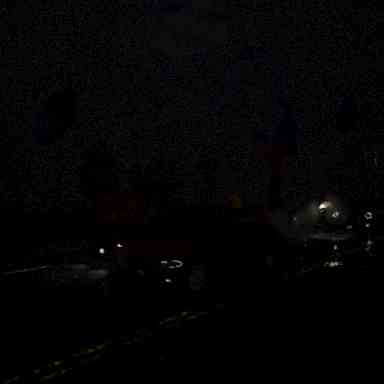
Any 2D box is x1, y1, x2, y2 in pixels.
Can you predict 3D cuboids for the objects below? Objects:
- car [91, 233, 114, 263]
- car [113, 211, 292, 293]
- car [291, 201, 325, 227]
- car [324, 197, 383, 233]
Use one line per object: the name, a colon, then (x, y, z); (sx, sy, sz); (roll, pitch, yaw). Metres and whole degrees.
car: (-1.412, 1.624, 11.823); (4.181, 1.385, 1.994); (-1, 0, -45)
car: (0.591, 1.481, 9.238); (1.882, 1.535, 5.008); (-2, 0, 45)
car: (7.765, 1.317, 21.201); (2.128, 1.511, 4.902); (-2, 0, 44)
car: (9.337, 1.130, 18.166); (2.097, 1.767, 4.553); (-2, 0, 43)
